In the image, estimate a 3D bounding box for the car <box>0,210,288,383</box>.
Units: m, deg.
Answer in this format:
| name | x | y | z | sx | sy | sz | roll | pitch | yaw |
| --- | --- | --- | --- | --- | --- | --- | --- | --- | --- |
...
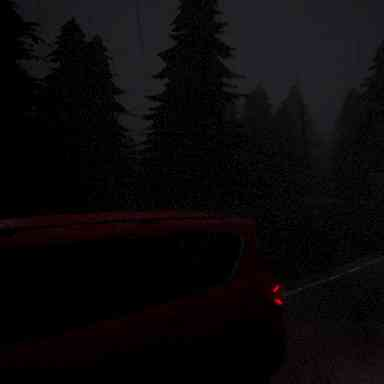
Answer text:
| name | x | y | z | sx | sy | sz | roll | pitch | yaw |
| --- | --- | --- | --- | --- | --- | --- | --- | --- | --- |
| car | -1.577 | 1.233 | 2.681 | 5.566 | 2.045 | 2.150 | 0 | 0 | -37 |
